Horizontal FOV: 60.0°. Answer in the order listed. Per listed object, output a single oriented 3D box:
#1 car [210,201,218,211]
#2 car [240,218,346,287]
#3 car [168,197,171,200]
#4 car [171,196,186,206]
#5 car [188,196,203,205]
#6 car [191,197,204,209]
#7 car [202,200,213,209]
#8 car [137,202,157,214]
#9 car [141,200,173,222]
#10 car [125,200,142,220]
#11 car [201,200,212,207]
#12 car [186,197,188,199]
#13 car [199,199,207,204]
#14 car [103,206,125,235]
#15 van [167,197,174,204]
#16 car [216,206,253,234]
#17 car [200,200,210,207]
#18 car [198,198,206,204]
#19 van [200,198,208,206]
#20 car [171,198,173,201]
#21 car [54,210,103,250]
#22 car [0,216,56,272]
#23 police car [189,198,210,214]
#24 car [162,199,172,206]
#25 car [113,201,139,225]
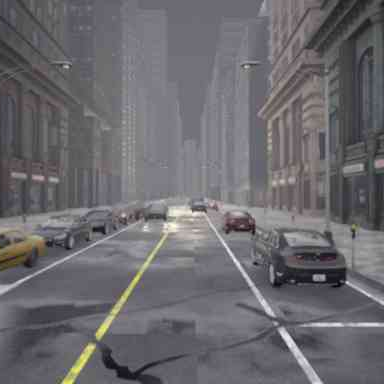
[{"bbox_3d":[2.787,1.980,48.635,1.967,1.590,4.097,0,-1,0],"label":"car"},{"bbox_3d":[2.769,1.657,9.421,2.008,1.369,4.403,0,-1,0],"label":"car"},{"bbox_3d":[-5.731,2.166,65.436,1.967,1.590,4.097,0,-1,0],"label":"car"},{"bbox_3d":[-2.969,2.129,72.175,2.097,1.767,4.553,0,-1,0],"label":"car"},{"bbox_3d":[0.843,1.804,52.341,2.150,2.045,5.566,0,-1,-1],"label":"car"},{"bbox_3d":[0.925,1.873,58.349,2.150,2.045,5.566,0,-1,0],"label":"car"},{"bbox_3d":[2.791,2.192,60.008,1.752,1.417,4.829,0,-1,0],"label":"car"},{"bbox_3d":[-5.741,2.020,43.029,1.887,1.381,4.507,0,-1,0],"label":"car"},{"bbox_3d":[-3.085,1.808,29.919,1.882,1.535,5.008,0,-1,0],"label":"car"},{"bbox_3d":[-5.745,1.666,31.829,2.192,1.841,5.009,0,-1,0],"label":"car"},{"bbox_3d":[2.794,2.272,65.440,1.887,1.381,4.507,0,-1,0],"label":"car"},{"bbox_3d":[0.033,2.277,76.673,1.994,1.385,4.181,0,-1,0],"label":"car"},{"bbox_3d":[2.804,2.523,87.847,1.887,1.381,4.507,0,-1,0],"label":"car"},{"bbox_3d":[-5.751,1.794,20.623,1.947,1.339,4.313,0,-1,0],"label":"car"},{"bbox_3d":[-5.721,2.318,87.843,1.690,1.788,3.998,0,-1,0],"label":"van"},{"bbox_3d":[2.774,1.774,20.625,1.887,1.381,4.507,0,-1,0],"label":"car"},{"bbox_3d":[2.796,2.335,71.041,1.887,1.381,4.507,0,-1,0],"label":"car"},{"bbox_3d":[2.806,2.482,93.450,1.967,1.590,4.097,0,-1,0],"label":"car"},{"bbox_3d":[2.799,2.194,76.645,1.690,1.788,3.998,0,-1,0],"label":"van"},{"bbox_3d":[-5.729,2.334,71.036,1.887,1.381,4.507,0,-1,0],"label":"car"},{"bbox_3d":[-5.754,1.717,15.022,2.008,1.369,4.403,0,-1,0],"label":"car"},{"bbox_3d":[-5.756,1.628,9.251,1.752,1.417,4.829,0,-1,0],"label":"car"},{"bbox_3d":[0.918,1.896,42.427,1.930,1.638,5.238,0,-1,0],"label":"police car"},{"bbox_3d":[-5.727,2.396,76.638,1.887,1.381,4.507,0,-1,0],"label":"car"},{"bbox_3d":[-5.748,1.730,26.226,1.967,1.590,4.097,0,-1,0],"label":"car"}]
